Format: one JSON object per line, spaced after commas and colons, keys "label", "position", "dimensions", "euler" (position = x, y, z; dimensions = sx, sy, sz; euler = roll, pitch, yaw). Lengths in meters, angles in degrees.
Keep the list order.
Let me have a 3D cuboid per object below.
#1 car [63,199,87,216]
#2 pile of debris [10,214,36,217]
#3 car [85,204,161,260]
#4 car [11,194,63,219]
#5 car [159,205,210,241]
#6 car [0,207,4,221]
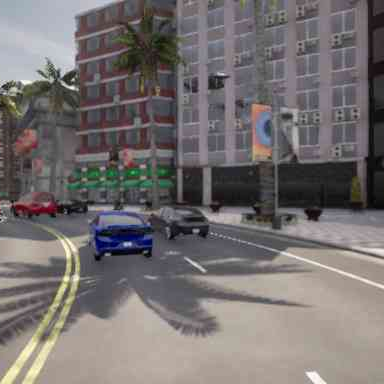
{"label": "car", "position": [-11.727, 1.408, 31.495], "dimensions": [5.008, 1.535, 1.882], "euler": [0, 0, 44]}
{"label": "pile of debris", "position": [-15.396, 2.140, 30.317], "dimensions": [1.860, 0.140, 1.500], "euler": [0, 0, 41]}
{"label": "car", "position": [-2.804, 1.436, 12.433], "dimensions": [1.882, 1.535, 5.008], "euler": [0, 0, -20]}
{"label": "car", "position": [-13.620, 1.181, 28.602], "dimensions": [5.566, 2.045, 2.150], "euler": [0, 0, 45]}
{"label": "car", "position": [-0.818, 1.427, 16.540], "dimensions": [1.837, 1.490, 4.892], "euler": [0, 0, -24]}
{"label": "car", "position": [-16.486, 1.499, 26.171], "dimensions": [4.892, 1.490, 1.837], "euler": [0, 0, 43]}
